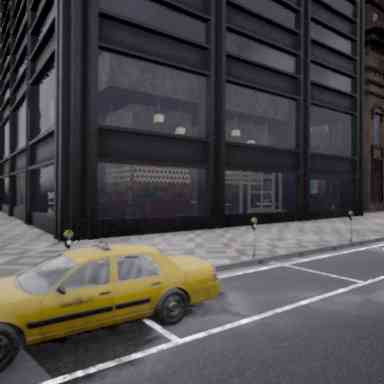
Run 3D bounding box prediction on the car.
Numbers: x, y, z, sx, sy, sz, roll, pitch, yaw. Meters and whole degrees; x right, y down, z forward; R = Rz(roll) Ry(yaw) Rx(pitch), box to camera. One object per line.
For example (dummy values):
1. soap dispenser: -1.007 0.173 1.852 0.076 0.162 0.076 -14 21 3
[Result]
1. car: -1.734 1.520 5.518 4.829 1.417 1.752 0 1 -36
